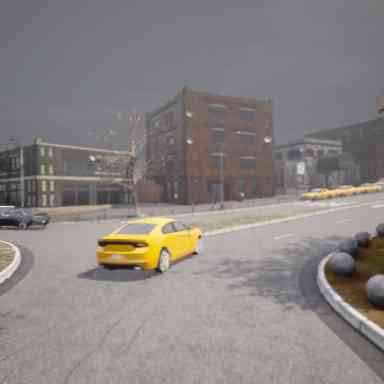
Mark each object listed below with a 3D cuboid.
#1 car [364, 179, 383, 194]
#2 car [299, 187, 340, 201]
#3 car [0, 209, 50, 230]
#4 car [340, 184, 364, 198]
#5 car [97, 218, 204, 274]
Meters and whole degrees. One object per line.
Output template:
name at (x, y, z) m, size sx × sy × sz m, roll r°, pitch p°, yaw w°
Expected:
car at (25.419, -0.530, 48.486) m, size 5.366 × 1.575 × 1.946 m, roll -5°, pitch 1°, yaw -32°
car at (16.049, 0.266, 42.687) m, size 5.366 × 1.575 × 1.946 m, roll -5°, pitch 1°, yaw -32°
car at (-13.281, 2.083, 25.785) m, size 4.902 × 1.511 × 2.128 m, roll -2°, pitch -1°, yaw 24°
car at (20.736, -0.134, 45.581) m, size 5.366 × 1.575 × 1.946 m, roll -5°, pitch 1°, yaw -32°
car at (-1.155, 1.641, 11.418) m, size 1.882 × 1.535 × 5.008 m, roll -2°, pitch -1°, yaw 21°
